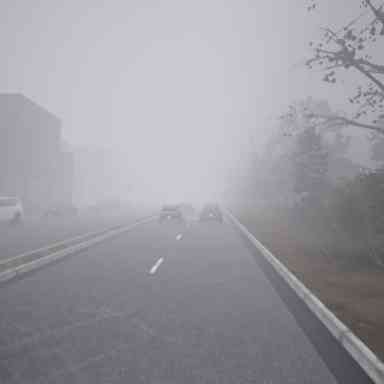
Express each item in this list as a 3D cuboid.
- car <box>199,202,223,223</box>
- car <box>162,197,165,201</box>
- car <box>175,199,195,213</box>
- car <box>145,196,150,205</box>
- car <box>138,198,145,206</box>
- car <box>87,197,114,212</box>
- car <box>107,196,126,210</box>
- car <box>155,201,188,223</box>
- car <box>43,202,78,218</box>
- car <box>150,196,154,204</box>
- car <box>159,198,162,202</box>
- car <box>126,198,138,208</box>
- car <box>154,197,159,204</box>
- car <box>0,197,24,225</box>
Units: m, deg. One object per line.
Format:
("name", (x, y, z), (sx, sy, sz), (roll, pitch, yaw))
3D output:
("car", (1.629, 1.837, 28.488), (1.994, 1.385, 4.181), (0, -1, 4))
("car", (-9.935, 2.343, 94.397), (2.231, 1.521, 4.892), (0, -1, 3))
("car", (-0.756, 1.943, 43.364), (1.812, 1.442, 4.674), (0, -1, 4))
("car", (-11.123, 1.996, 72.231), (2.185, 1.767, 4.553), (0, -1, 3))
("car", (-11.430, 2.062, 66.496), (1.946, 1.575, 5.366), (0, -1, 3))
("car", (-12.595, 1.850, 44.745), (2.231, 1.521, 4.892), (0, -1, 3))
("car", (-12.302, 1.652, 50.230), (2.435, 2.045, 5.566), (0, -1, 3))
("car", (-1.636, 1.773, 28.171), (1.837, 1.490, 4.892), (0, -1, 3))
("car", (-13.192, 1.768, 33.674), (2.163, 1.488, 4.792), (0, -1, 3))
("car", (-10.839, 2.172, 77.530), (1.946, 1.575, 5.366), (0, -1, 3))
("car", (-10.233, 2.288, 88.879), (2.231, 1.521, 4.892), (0, -1, 3))
("car", (-11.854, 1.998, 59.637), (2.231, 1.521, 4.892), (0, -1, 4))
("car", (-10.535, 1.980, 83.206), (2.435, 2.045, 5.566), (0, -1, 3))
("car", (-13.777, 1.378, 22.646), (2.435, 2.045, 5.566), (0, -1, 3))
